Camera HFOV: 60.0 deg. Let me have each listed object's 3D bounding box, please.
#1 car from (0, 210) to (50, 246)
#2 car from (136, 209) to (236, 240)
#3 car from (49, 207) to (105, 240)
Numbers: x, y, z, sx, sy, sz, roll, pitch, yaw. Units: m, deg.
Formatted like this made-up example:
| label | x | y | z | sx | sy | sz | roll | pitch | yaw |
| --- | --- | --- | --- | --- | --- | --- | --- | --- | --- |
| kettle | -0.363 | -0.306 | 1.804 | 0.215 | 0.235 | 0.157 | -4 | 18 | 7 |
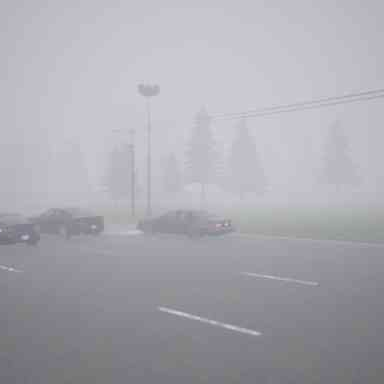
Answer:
| label | x | y | z | sx | sy | sz | roll | pitch | yaw |
| --- | --- | --- | --- | --- | --- | --- | --- | --- | --- |
| car | -8.307 | 1.579 | 14.194 | 4.674 | 1.442 | 1.812 | 0 | 0 | 36 |
| car | -0.412 | 1.584 | 17.120 | 5.357 | 1.411 | 2.033 | 0 | 0 | 36 |
| car | -6.707 | 1.532 | 17.357 | 5.008 | 1.535 | 1.882 | 0 | 0 | 36 |
